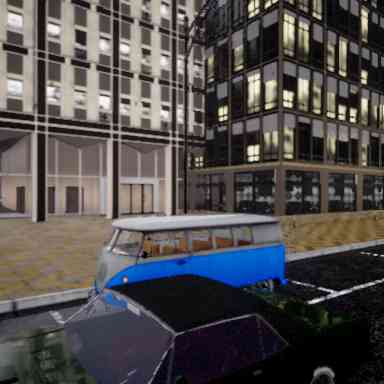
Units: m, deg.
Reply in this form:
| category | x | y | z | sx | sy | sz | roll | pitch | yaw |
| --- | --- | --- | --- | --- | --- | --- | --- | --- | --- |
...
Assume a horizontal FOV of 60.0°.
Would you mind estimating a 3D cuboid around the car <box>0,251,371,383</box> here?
| category | x | y | z | sx | sy | sz | roll | pitch | yaw |
| --- | --- | --- | --- | --- | --- | --- | --- | --- | --- |
| car | -0.418 | 1.606 | 3.075 | 4.718 | 1.301 | 1.895 | 0 | 0 | -35 |

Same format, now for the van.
| category | x | y | z | sx | sy | sz | roll | pitch | yaw |
| --- | --- | --- | --- | --- | --- | --- | --- | --- | --- |
| van | 0.112 | 1.356 | 6.640 | 3.998 | 1.788 | 1.690 | 0 | 0 | -35 |
